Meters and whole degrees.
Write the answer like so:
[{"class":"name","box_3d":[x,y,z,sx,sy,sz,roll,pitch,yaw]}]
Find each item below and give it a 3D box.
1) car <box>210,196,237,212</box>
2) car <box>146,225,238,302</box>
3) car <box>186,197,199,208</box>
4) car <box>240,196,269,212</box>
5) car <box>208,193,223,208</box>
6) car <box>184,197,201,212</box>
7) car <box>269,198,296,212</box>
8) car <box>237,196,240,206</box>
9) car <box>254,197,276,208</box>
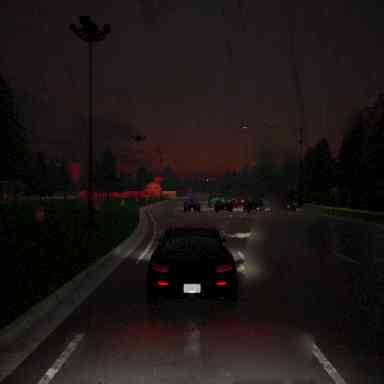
[{"class":"car","box_3d":[3.518,1.492,37.933,2.128,1.511,4.902,0,0,0]},{"class":"car","box_3d":[0.004,1.526,8.141,1.812,1.442,4.674,0,0,0]},{"class":"car","box_3d":[0.024,1.526,48.394,1.812,1.442,4.674,0,0,0]},{"class":"car","box_3d":[7.018,1.505,37.932,1.837,1.490,4.892,0,0,0]},{"class":"car","box_3d":[3.524,1.221,48.380,2.150,2.045,5.566,0,0,0]},{"class":"car","box_3d":[0.019,1.601,38.382,1.895,1.301,4.718,0,0,0]},{"class":"car","box_3d":[10.519,1.564,38.346,1.994,1.385,4.181,0,0,0]},{"class":"car","box_3d":[7.023,1.352,48.319,2.097,1.767,4.553,0,0,0]},{"class":"car","box_3d":[10.524,1.547,48.347,2.033,1.411,5.357,0,0,0]}]
